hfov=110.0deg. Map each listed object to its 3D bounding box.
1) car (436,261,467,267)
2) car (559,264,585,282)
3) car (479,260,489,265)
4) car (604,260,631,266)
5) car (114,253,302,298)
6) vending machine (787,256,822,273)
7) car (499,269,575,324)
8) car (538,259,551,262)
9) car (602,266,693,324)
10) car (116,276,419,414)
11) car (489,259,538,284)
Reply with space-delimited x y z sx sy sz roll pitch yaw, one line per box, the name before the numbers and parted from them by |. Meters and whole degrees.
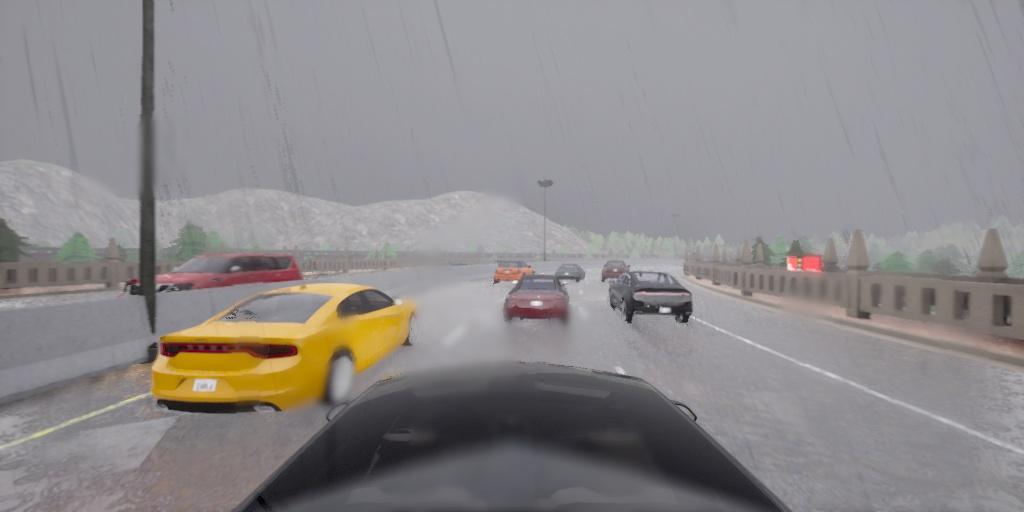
car | -7.715 1.274 45.603 1.895 1.301 4.718 0 0 25
car | 4.740 1.311 28.991 1.994 1.385 4.181 0 0 18
car | -2.636 1.201 48.033 1.837 1.490 4.892 0 0 27
car | 8.646 1.117 29.597 2.097 1.767 4.553 0 0 19
car | -9.829 0.915 12.433 2.150 2.045 5.566 0 0 7
vending machine | 12.769 0.993 15.702 1.100 2.100 0.880 0 0 11
car | 0.933 1.309 12.131 1.994 1.385 4.181 0 0 7
car | 4.417 1.228 53.526 1.837 1.490 4.892 0 0 32
car | 4.448 1.253 12.121 2.128 1.511 4.902 0 0 7
car | -3.125 1.209 6.257 1.882 1.535 5.008 0 0 3
car | 0.237 1.081 26.194 2.097 1.767 4.553 0 0 15
